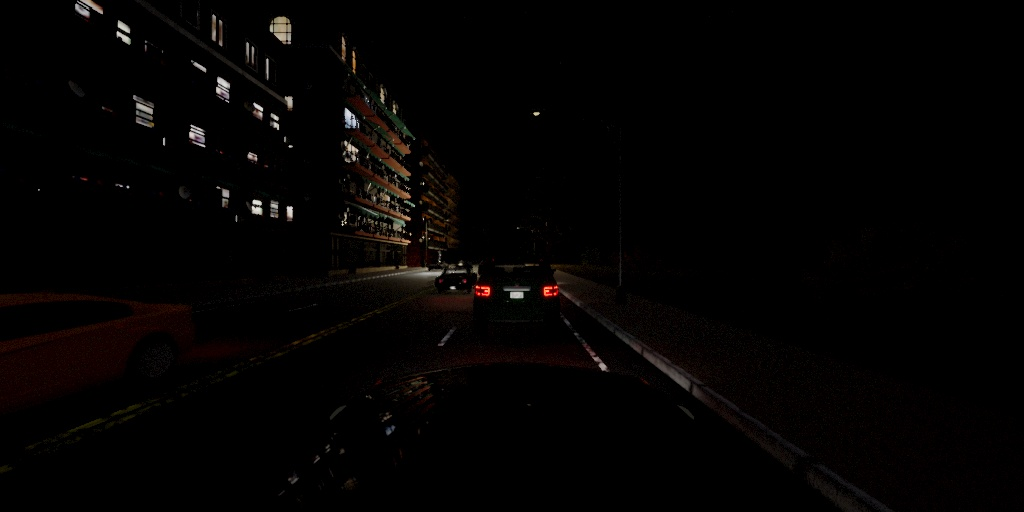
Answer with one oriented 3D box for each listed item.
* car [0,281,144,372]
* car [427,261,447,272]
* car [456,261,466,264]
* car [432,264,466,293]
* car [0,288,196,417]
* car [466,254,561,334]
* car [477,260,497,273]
[{"bbox_3d":[-9.834,1.298,5.897,2.033,1.411,5.357,0,0,0],"label":"car"},{"bbox_3d":[-9.675,1.352,46.805,1.895,1.301,4.718,0,0,0],"label":"car"},{"bbox_3d":[-6.421,1.315,47.432,1.994,1.385,4.181,0,0,0],"label":"car"},{"bbox_3d":[-3.076,1.353,20.949,1.895,1.301,4.718,0,0,0],"label":"car"},{"bbox_3d":[-6.590,1.228,4.271,1.882,1.535,5.008,0,0,0],"label":"car"},{"bbox_3d":[0.129,0.973,10.762,2.150,2.045,5.566,0,0,0],"label":"car"},{"bbox_3d":[-2.984,1.240,44.350,2.128,1.511,4.902,0,0,0],"label":"car"}]
